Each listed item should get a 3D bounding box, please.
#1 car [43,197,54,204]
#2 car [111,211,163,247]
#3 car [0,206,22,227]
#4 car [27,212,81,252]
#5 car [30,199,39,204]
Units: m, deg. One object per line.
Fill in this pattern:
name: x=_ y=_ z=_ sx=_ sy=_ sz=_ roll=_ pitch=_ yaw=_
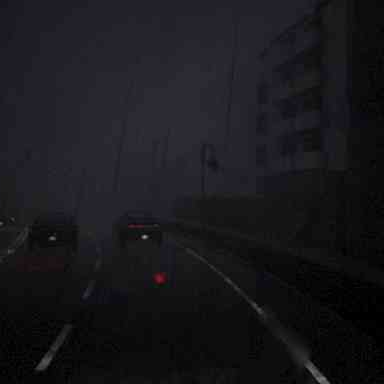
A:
car: x=-36.659 y=2.379 z=85.551 sx=1.994 sy=1.385 sz=4.181 roll=0 pitch=-1 yaw=-21
car: x=-2.722 y=1.644 z=15.891 sx=2.128 sy=1.511 sz=4.902 roll=0 pitch=0 yaw=-19
car: x=-13.961 y=1.795 z=25.103 sx=2.033 sy=1.411 sz=5.357 roll=0 pitch=-1 yaw=-22
car: x=-6.104 y=1.624 z=14.947 sx=1.882 sy=1.535 sz=5.008 roll=0 pitch=0 yaw=-19
car: x=-39.932 y=2.358 z=84.313 sx=2.033 sy=1.411 sz=5.357 roll=0 pitch=-1 yaw=-21
